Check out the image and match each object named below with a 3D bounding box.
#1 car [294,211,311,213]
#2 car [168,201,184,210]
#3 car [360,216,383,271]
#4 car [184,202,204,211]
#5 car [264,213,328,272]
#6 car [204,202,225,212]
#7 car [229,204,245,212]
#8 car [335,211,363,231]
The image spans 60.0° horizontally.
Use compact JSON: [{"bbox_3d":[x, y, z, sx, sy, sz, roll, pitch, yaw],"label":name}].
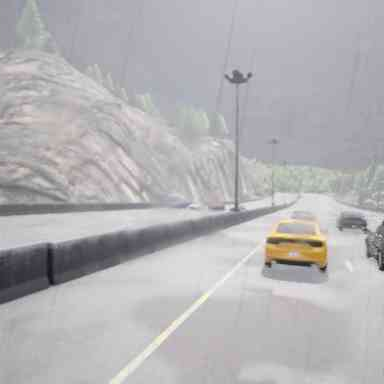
[{"bbox_3d":[8.343,2.153,25.131,2.033,1.411,5.357,1,-1,20],"label":"car"},{"bbox_3d":[-2.539,2.305,58.008,1.882,1.535,5.008,1,-1,20],"label":"car"},{"bbox_3d":[7.453,1.869,11.838,1.837,1.490,4.892,1,-1,20],"label":"car"},{"bbox_3d":[0.813,2.433,57.012,1.812,1.442,4.674,1,-1,20],"label":"car"},{"bbox_3d":[3.813,1.739,12.054,1.882,1.535,5.008,1,-1,20],"label":"car"},{"bbox_3d":[4.159,2.465,55.990,1.882,1.535,5.008,1,-1,20],"label":"car"},{"bbox_3d":[7.431,2.662,54.760,1.895,1.301,4.718,1,-1,20],"label":"car"},{"bbox_3d":[12.389,2.243,26.042,1.837,1.490,4.892,1,-1,20],"label":"car"}]
